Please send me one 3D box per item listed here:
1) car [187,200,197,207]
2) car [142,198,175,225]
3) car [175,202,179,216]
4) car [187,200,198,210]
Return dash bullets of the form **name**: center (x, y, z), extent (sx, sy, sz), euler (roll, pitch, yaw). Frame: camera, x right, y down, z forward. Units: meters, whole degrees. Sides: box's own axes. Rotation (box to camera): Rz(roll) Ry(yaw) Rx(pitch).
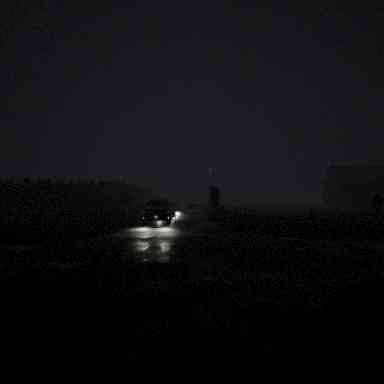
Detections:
- **car**: center (0.001, 2.395, 70.015), extent (2.033, 1.411, 5.357), euler (0, -1, 0)
- **car**: center (-2.774, 1.530, 27.339), extent (2.150, 2.045, 5.566), euler (0, -1, -2)
- **car**: center (-2.853, 1.999, 37.952), extent (1.994, 1.385, 4.181), euler (0, -1, -1)
- **car**: center (0.095, 2.158, 56.219), extent (2.128, 1.511, 4.902), euler (0, -1, 0)
